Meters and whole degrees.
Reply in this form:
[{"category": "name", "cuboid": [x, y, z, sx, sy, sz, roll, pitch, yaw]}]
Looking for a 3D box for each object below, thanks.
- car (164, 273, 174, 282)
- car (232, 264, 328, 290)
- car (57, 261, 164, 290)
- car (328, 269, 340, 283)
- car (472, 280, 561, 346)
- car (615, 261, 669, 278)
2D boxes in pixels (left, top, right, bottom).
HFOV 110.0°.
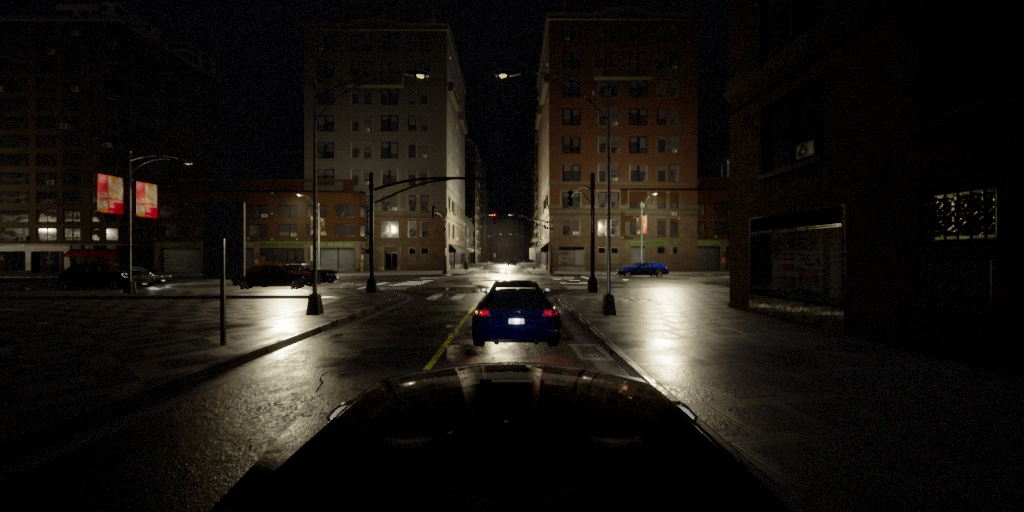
[{"category": "car", "cuboid": [-27.819, 1.396, 25.857, 5.357, 1.411, 2.033, 0, 0, 0]}, {"category": "car", "cuboid": [-14.775, 1.277, 22.671, 5.008, 1.535, 1.882, 0, 0, 0]}, {"category": "car", "cuboid": [-25.404, 1.194, 22.620, 4.553, 1.767, 2.097, 0, 0, 0]}, {"category": "car", "cuboid": [-15.043, 1.292, 25.926, 4.902, 1.511, 2.128, 0, 0, 0]}, {"category": "car", "cuboid": [0.096, 1.314, 9.387, 1.994, 1.385, 4.181, 0, 0, 0]}, {"category": "car", "cuboid": [11.856, 1.217, 32.753, 4.674, 1.442, 1.812, 0, 0, 0]}]
